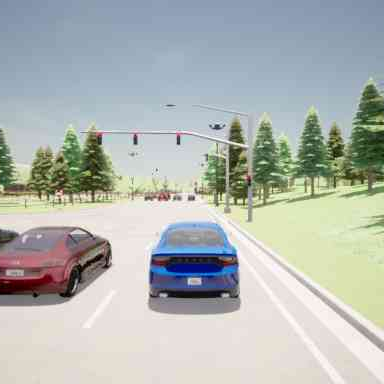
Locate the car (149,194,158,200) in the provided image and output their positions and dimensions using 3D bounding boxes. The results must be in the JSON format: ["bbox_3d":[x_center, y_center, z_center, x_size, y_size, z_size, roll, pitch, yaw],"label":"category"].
[{"bbox_3d":[-10.658,1.332,92.855,1.837,1.490,4.892,0,0,0],"label":"car"}]

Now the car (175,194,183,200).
[{"bbox_3d":[-3.658,1.385,92.867,1.994,1.385,4.181,0,0,0],"label":"car"}]

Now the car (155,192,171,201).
[{"bbox_3d":[-7.141,1.217,82.471,2.150,2.045,5.566,0,0,0],"label":"car"}]

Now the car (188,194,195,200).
[{"bbox_3d":[-0.158,1.385,92.873,1.994,1.385,4.181,0,0,0],"label":"car"}]

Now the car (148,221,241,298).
[{"bbox_3d":[0.055,1.478,8.550,1.882,1.535,5.008,0,0,0],"label":"car"}]

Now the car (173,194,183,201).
[{"bbox_3d":[-3.641,1.346,82.800,2.097,1.767,4.553,0,0,0],"label":"car"}]

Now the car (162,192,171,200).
[{"bbox_3d":[-7.158,1.057,92.891,2.150,2.045,5.566,0,0,0],"label":"car"}]

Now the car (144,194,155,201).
[{"bbox_3d":[-10.640,1.491,82.435,1.837,1.490,4.892,0,0,0],"label":"car"}]

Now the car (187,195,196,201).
[{"bbox_3d":[-0.140,1.469,82.453,1.882,1.535,5.008,0,0,0],"label":"car"}]

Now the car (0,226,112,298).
[{"bbox_3d":[-3.451,1.564,8.578,1.994,1.385,4.181,0,0,1],"label":"car"}]
